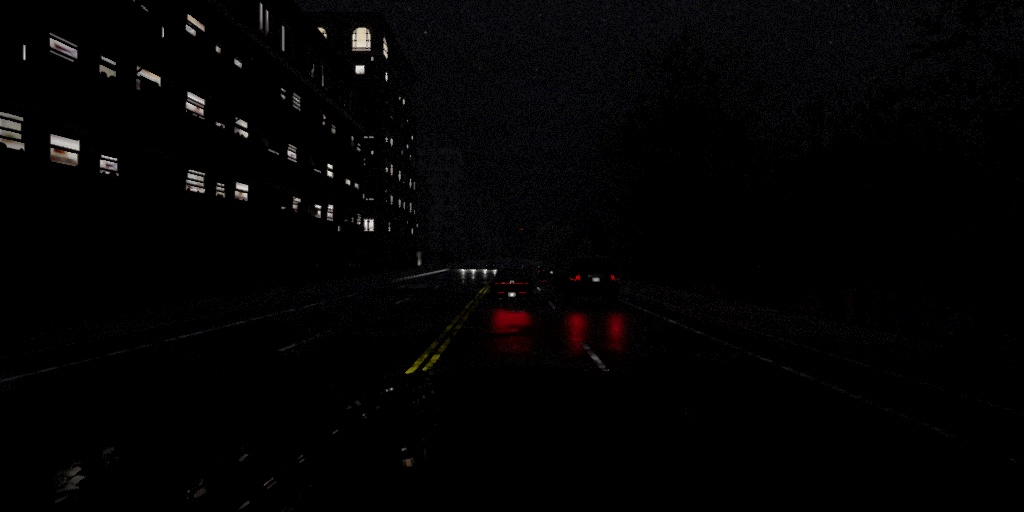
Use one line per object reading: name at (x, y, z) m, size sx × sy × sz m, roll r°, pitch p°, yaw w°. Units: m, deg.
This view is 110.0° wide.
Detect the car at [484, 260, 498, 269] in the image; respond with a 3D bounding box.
car at (-3.250, 1.323, 55.501) m, size 1.837 × 1.490 × 4.892 m, roll 0°, pitch 0°, yaw 0°

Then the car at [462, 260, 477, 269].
car at (-6.500, 1.323, 55.502) m, size 1.812 × 1.442 × 4.674 m, roll 0°, pitch 0°, yaw 0°

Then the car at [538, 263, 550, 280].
car at (3.250, 1.323, 31.500) m, size 1.994 × 1.385 × 4.181 m, roll 0°, pitch 0°, yaw 0°

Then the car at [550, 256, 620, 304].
car at (3.250, 1.005, 16.530) m, size 2.150 × 2.045 × 5.566 m, roll 0°, pitch 0°, yaw 0°

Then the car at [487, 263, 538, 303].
car at (0.000, 1.264, 16.500) m, size 1.837 × 1.490 × 4.892 m, roll 0°, pitch 0°, yaw 0°
